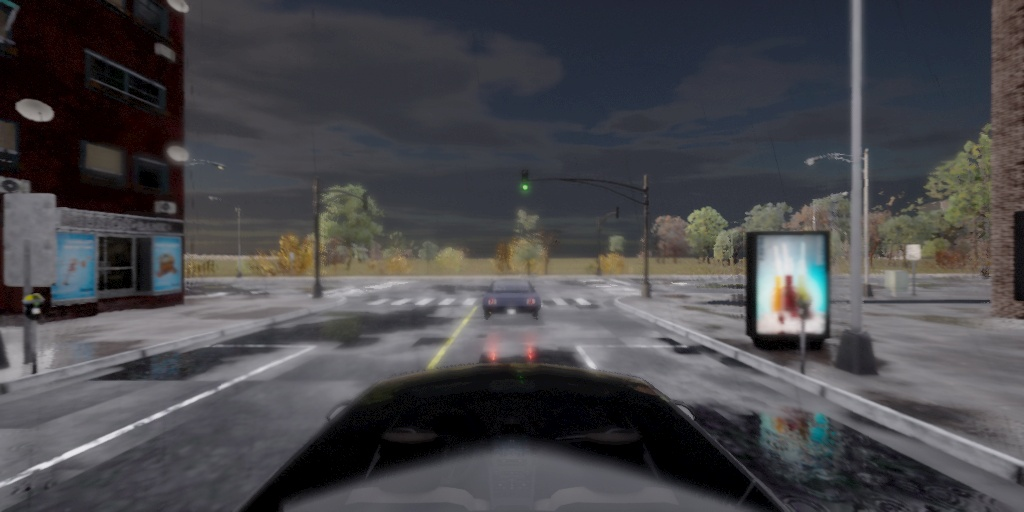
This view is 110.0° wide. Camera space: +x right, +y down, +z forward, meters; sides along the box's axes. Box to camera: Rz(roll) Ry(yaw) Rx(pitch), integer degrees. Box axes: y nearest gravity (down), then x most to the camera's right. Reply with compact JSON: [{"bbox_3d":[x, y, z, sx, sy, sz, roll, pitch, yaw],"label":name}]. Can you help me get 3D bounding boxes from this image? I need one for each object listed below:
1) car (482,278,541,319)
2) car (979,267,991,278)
[{"bbox_3d":[-0.051,1.481,13.429,1.895,1.301,4.718,0,-1,-1],"label":"car"},{"bbox_3d":[44.692,1.251,31.789,4.892,1.490,1.837,0,0,1],"label":"car"}]
